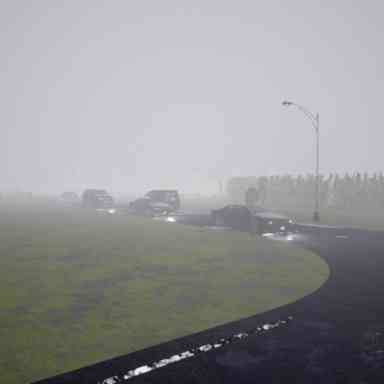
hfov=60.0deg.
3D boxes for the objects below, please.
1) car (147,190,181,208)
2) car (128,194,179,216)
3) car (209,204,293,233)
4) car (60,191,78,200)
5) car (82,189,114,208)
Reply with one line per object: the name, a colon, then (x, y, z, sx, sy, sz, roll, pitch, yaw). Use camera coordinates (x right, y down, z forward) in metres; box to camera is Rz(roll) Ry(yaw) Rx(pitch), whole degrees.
car: (-3.319, 0.791, 33.005, 2.150, 2.045, 5.566, -1, 1, -36)
car: (-3.675, 1.203, 28.451, 2.033, 1.411, 5.357, -1, 1, -36)
car: (3.106, 1.378, 18.836, 2.033, 1.411, 5.357, -1, 1, -32)
car: (-21.616, 0.564, 58.373, 1.882, 1.535, 5.008, -1, 1, -36)
car: (-11.043, 0.687, 38.687, 2.150, 2.045, 5.566, -1, 1, -36)
